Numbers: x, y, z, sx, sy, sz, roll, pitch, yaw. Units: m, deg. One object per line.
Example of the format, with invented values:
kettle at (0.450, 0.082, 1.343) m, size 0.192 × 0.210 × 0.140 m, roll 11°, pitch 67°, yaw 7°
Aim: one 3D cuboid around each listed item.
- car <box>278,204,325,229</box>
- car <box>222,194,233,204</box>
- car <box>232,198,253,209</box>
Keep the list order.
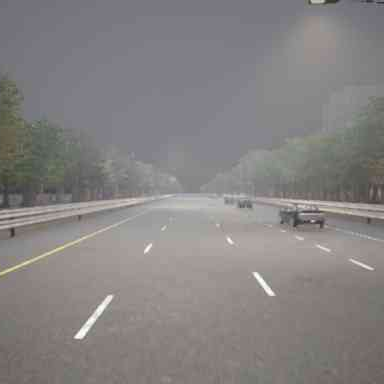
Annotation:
car at (6.998, 1.499, 21.658) m, size 2.128 × 1.511 × 4.902 m, roll 0°, pitch 0°, yaw 0°
car at (7.079, 1.551, 63.610) m, size 2.128 × 1.511 × 4.902 m, roll 0°, pitch 0°, yaw 0°
car at (7.021, 1.584, 45.230) m, size 1.837 × 1.490 × 4.892 m, roll 0°, pitch 0°, yaw 0°
